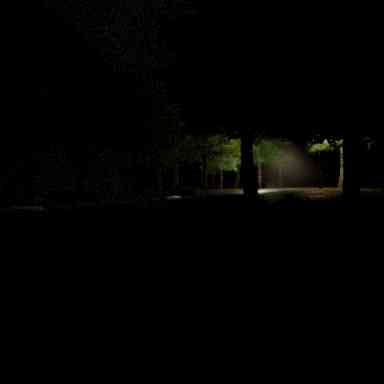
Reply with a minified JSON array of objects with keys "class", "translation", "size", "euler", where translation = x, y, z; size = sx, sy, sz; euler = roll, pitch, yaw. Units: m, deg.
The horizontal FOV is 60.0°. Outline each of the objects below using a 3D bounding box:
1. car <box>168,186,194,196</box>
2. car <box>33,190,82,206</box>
[{"class":"car","translation":[-1.528,-0.175,49.457],"size":[1.812,1.442,4.674],"euler":[0,2,38]},{"class":"car","translation":[-13.611,0.563,33.817],"size":[1.837,1.490,4.892],"euler":[0,4,38]}]
